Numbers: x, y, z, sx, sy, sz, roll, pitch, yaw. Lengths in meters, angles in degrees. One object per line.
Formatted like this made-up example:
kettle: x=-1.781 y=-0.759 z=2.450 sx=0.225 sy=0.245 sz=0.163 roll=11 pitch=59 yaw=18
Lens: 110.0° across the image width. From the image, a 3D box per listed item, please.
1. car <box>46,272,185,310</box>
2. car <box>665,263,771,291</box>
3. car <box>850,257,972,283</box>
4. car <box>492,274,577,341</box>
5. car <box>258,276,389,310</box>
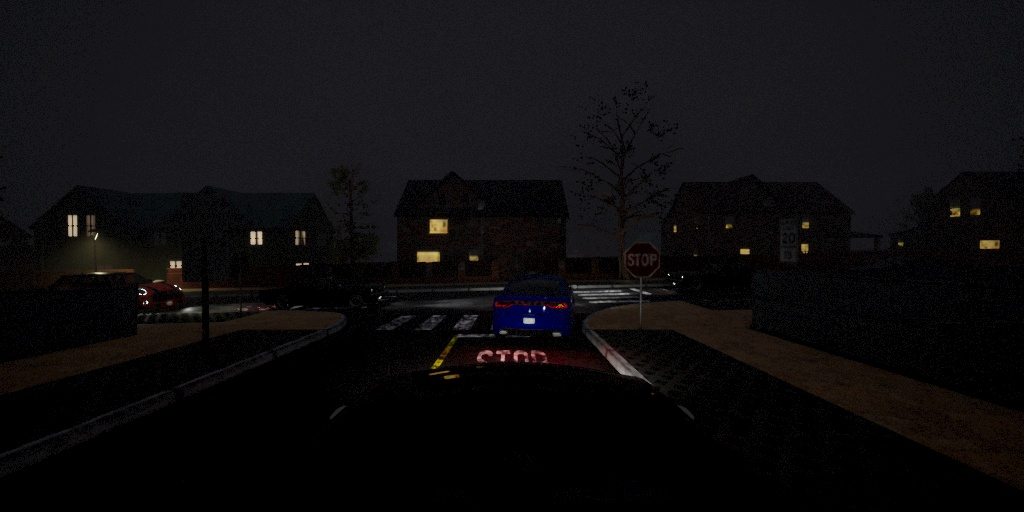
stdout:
car: x=-16.809 y=1.471 z=15.233 sx=4.553 sy=1.767 sz=2.097 roll=-1 pitch=1 yaw=0
car: x=10.399 y=1.034 z=18.188 sx=4.718 sy=1.301 sz=1.895 roll=-1 pitch=1 yaw=-1
car: x=20.044 y=0.753 z=18.231 sx=5.357 sy=1.411 sz=2.033 roll=-1 pitch=1 yaw=0
car: x=0.780 y=1.226 z=10.046 sx=1.882 sy=1.535 sz=5.008 roll=0 pitch=0 yaw=10
car: x=-7.821 y=1.506 z=15.247 sx=4.718 sy=1.301 sz=1.895 roll=-1 pitch=1 yaw=0
